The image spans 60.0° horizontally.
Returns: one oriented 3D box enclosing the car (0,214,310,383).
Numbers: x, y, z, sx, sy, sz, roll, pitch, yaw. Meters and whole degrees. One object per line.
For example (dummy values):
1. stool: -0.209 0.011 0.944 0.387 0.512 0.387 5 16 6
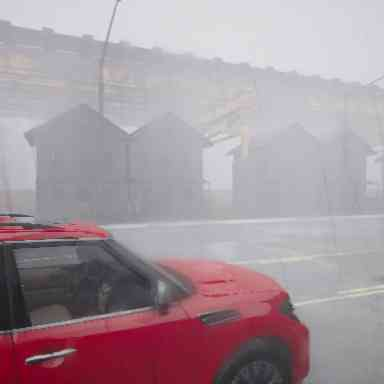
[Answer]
1. car: -1.488 1.216 2.862 5.566 2.045 2.150 0 -1 -31
